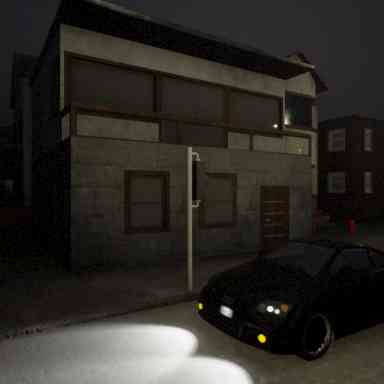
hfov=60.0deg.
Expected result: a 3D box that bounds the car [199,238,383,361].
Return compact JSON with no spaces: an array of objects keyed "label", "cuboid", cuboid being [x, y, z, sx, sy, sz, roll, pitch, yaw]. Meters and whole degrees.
[{"label":"car","cuboid":[2.199,1.563,5.921,4.181,1.385,1.994,0,0,-32]}]
